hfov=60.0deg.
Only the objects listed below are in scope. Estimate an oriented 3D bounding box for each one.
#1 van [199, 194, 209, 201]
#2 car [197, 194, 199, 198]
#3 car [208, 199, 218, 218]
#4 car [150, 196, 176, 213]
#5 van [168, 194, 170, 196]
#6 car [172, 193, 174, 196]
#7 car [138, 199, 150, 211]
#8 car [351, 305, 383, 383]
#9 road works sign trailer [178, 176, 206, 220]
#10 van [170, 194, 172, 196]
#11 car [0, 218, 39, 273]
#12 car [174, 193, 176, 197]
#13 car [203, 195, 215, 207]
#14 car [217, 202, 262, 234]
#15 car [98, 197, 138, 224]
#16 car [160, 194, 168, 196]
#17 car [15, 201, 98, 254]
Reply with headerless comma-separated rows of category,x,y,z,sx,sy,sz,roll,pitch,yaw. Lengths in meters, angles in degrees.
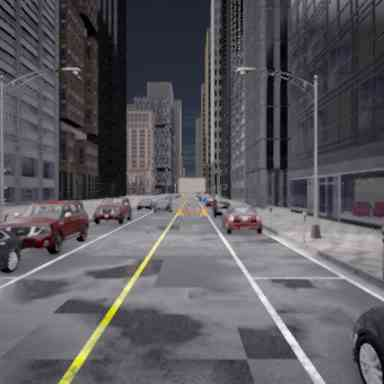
van,2.773,1.340,64.367,1.690,1.788,3.998,0,0,0
car,2.777,1.581,81.290,1.802,1.307,4.206,0,0,0
car,2.766,1.564,30.523,1.947,1.339,4.313,0,0,0
car,-3.087,1.504,36.237,1.837,1.490,4.892,0,0,0
van,-5.753,1.340,64.364,1.690,1.788,3.998,0,0,0
car,-5.750,1.439,75.646,1.967,1.590,4.097,0,0,0
car,-5.756,1.564,41.802,1.947,1.339,4.313,0,0,0
car,2.761,1.550,2.321,2.008,1.369,4.403,0,0,0
road works sign trailer,0.006,0.462,27.909,2.380,3.560,2.880,0,0,0
van,-5.752,1.340,70.005,1.690,1.788,3.998,0,0,0
car,-5.763,1.549,7.957,2.008,1.369,4.403,0,0,0
car,-5.749,1.314,81.288,2.192,1.841,5.009,0,0,0
car,2.770,1.543,47.445,1.887,1.381,4.507,0,0,0
car,2.764,1.438,19.242,1.967,1.590,4.097,0,0,0
car,-5.761,1.313,24.879,2.192,1.841,5.009,0,0,0
car,-5.753,1.524,58.554,1.752,1.417,4.829,0,0,0
car,-5.763,1.313,13.598,2.192,1.841,5.009,0,0,0
